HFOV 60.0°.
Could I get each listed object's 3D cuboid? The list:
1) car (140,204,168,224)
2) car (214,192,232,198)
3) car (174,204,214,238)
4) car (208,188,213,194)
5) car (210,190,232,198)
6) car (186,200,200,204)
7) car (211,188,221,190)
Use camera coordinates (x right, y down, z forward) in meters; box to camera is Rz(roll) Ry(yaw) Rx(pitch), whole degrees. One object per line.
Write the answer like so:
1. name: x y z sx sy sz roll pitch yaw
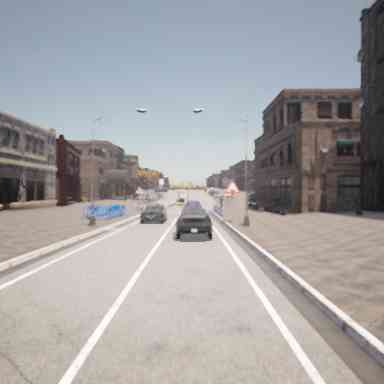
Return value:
1. car: -3.039 1.727 27.075 1.837 1.490 4.892 0 -1 0
2. car: 8.210 0.786 89.602 4.674 1.452 2.002 0 2 -1
3. car: 0.106 1.611 18.170 1.837 1.490 4.892 0 -1 0
4. car: 8.173 0.309 95.100 5.566 2.045 2.435 0 2 -1
5. car: 8.051 0.840 86.843 5.366 1.575 1.946 0 2 -1
6. car: 0.110 1.623 35.190 2.097 1.767 4.553 0 0 0
7. car: 8.143 0.525 92.350 4.553 1.767 2.185 0 2 -1
